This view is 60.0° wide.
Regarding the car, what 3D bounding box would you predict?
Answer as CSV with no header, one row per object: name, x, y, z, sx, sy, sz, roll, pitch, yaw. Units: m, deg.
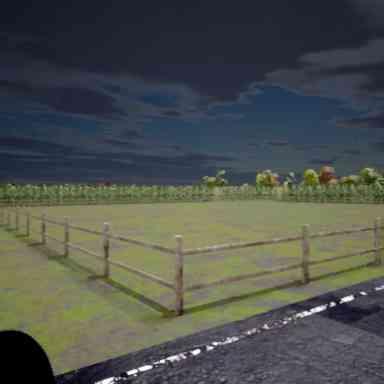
car,-2.982,1.479,0.922,5.008,1.535,1.882,0,0,-35
